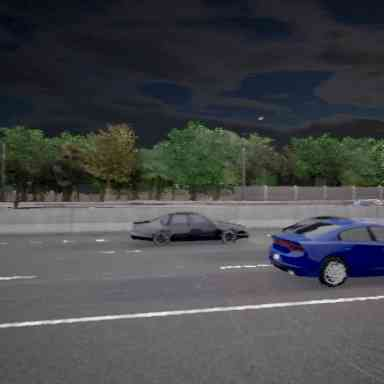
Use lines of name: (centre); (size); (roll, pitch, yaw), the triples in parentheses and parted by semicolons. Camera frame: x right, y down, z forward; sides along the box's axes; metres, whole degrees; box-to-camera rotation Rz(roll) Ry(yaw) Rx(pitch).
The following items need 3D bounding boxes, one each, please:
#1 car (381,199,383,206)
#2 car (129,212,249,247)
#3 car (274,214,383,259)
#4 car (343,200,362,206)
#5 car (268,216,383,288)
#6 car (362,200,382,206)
car: (22.597, 1.670, 34.253); (4.892, 1.490, 1.837); (0, 0, -11)
car: (-0.173, 1.628, 15.201); (5.357, 1.411, 2.033); (0, 0, -12)
car: (5.530, 1.611, 12.798); (4.181, 1.385, 1.994); (0, 0, -12)
car: (20.850, 1.748, 41.034); (4.674, 1.442, 1.812); (0, 0, -11)
car: (4.574, 1.499, 9.030); (5.008, 1.535, 1.882); (0, 0, -12)
car: (22.276, 1.546, 37.757); (4.553, 1.767, 2.097); (0, 0, -11)
